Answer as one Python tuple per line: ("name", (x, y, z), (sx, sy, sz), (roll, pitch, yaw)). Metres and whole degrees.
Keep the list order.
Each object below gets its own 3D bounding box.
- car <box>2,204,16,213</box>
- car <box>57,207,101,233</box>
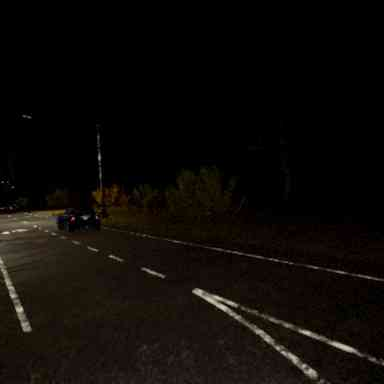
("car", (-41.233, 3.735, 75.510), (2.097, 1.767, 4.553), (-3, 0, -33))
("car", (-8.191, 1.839, 23.803), (2.097, 1.767, 4.553), (-3, 0, -33))
